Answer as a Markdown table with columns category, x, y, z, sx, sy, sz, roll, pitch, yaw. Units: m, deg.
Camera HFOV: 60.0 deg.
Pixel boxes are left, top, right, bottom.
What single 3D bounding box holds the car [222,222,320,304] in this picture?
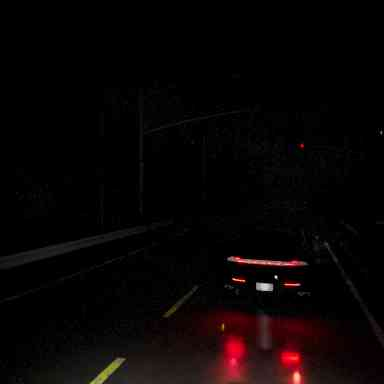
| category | x | y | z | sx | sy | sz | roll | pitch | yaw |
| --- | --- | --- | --- | --- | --- | --- | --- | --- | --- |
| car | 2.070 | 1.491 | 8.270 | 2.128 | 1.511 | 4.902 | 0 | 0 | 18 |
